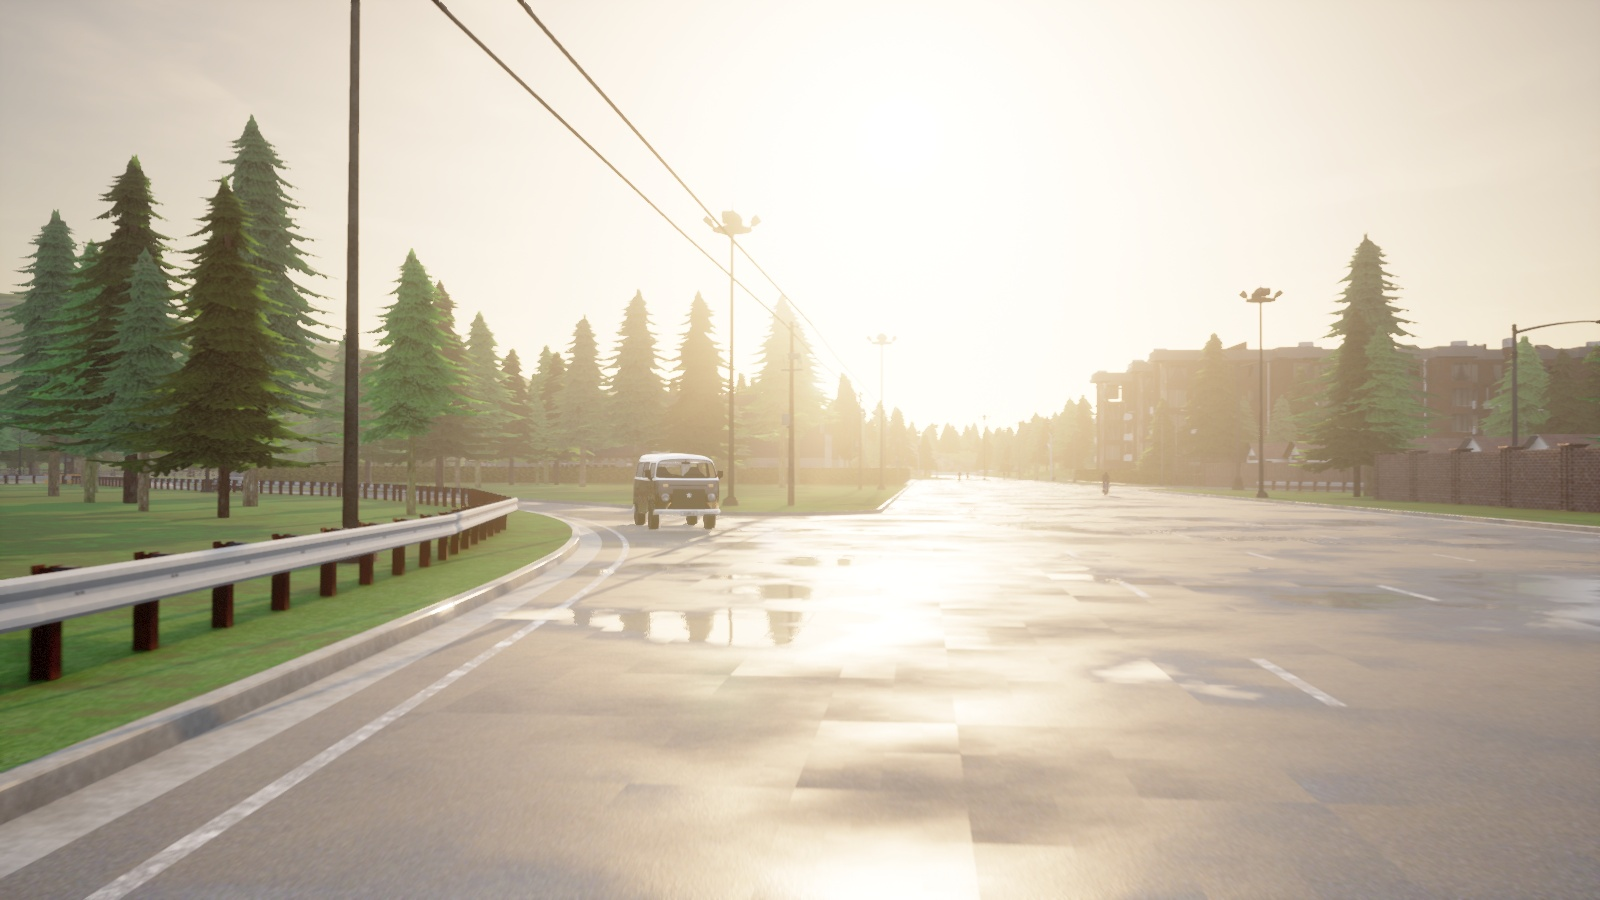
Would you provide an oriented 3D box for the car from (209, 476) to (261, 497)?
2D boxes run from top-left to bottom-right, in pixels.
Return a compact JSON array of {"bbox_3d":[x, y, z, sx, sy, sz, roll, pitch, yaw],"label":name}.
[{"bbox_3d":[-39.371,2.510,87.480,1.994,1.385,4.181,1,-1,-44],"label":"car"}]

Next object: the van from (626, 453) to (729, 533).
[{"bbox_3d":[-3.432,1.128,34.347,2.069,2.038,4.480,0,-1,-16],"label":"van"}]
